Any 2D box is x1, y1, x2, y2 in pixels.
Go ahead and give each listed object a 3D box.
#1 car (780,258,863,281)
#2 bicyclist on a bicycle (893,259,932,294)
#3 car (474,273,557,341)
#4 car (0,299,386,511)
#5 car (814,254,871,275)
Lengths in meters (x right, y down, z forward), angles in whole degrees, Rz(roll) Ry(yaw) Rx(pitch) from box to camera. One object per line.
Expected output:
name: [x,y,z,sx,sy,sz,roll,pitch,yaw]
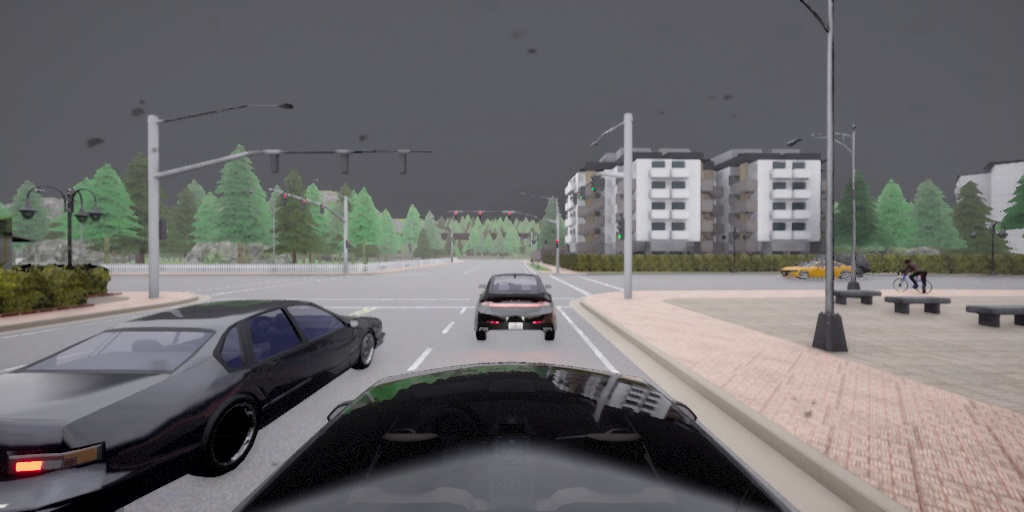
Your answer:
car: [24.274,1.127,28.585,5.008,1.535,1.882,0,0,3]
bicyclist on a bicycle: [19.391,0.992,17.393,0.582,1.620,1.656,0,0,-3]
car: [0.084,1.211,9.770,2.128,1.511,4.902,0,0,0]
car: [-3.444,1.286,4.671,2.033,1.411,5.357,0,0,1]
car: [28.157,0.859,31.809,5.566,2.045,2.150,0,0,8]
